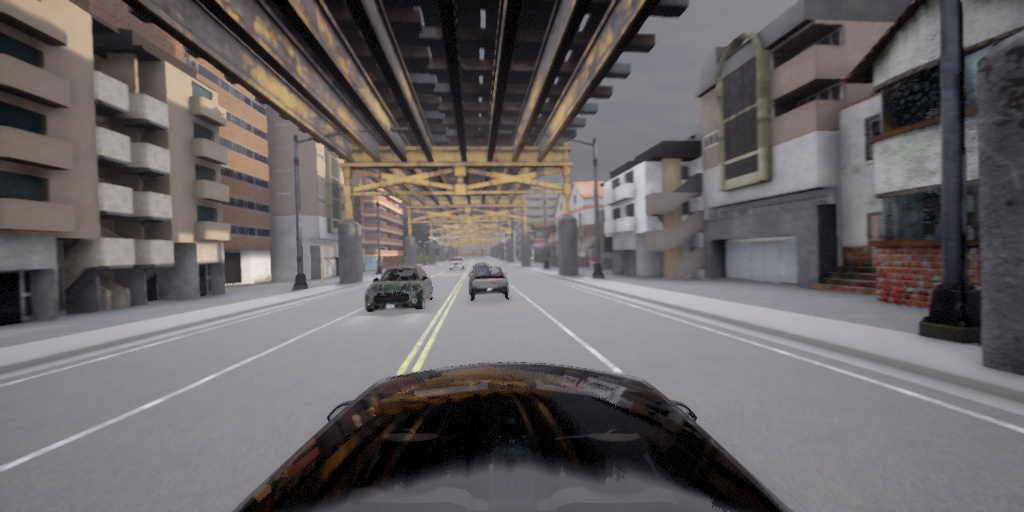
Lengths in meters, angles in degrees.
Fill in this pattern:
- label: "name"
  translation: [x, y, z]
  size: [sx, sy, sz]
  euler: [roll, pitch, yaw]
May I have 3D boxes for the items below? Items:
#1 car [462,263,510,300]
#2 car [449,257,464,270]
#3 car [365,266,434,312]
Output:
- label: "car"
  translation: [-1.204, 1.270, 18.152]
  size: [2.128, 1.511, 4.902]
  euler: [-2, 0, -5]
- label: "car"
  translation: [-8.728, 1.153, 56.784]
  size: [2.150, 2.045, 5.566]
  euler: [-2, 0, -5]
- label: "car"
  translation: [-4.596, 1.233, 15.132]
  size: [2.097, 1.767, 4.553]
  euler: [-2, 0, -6]
